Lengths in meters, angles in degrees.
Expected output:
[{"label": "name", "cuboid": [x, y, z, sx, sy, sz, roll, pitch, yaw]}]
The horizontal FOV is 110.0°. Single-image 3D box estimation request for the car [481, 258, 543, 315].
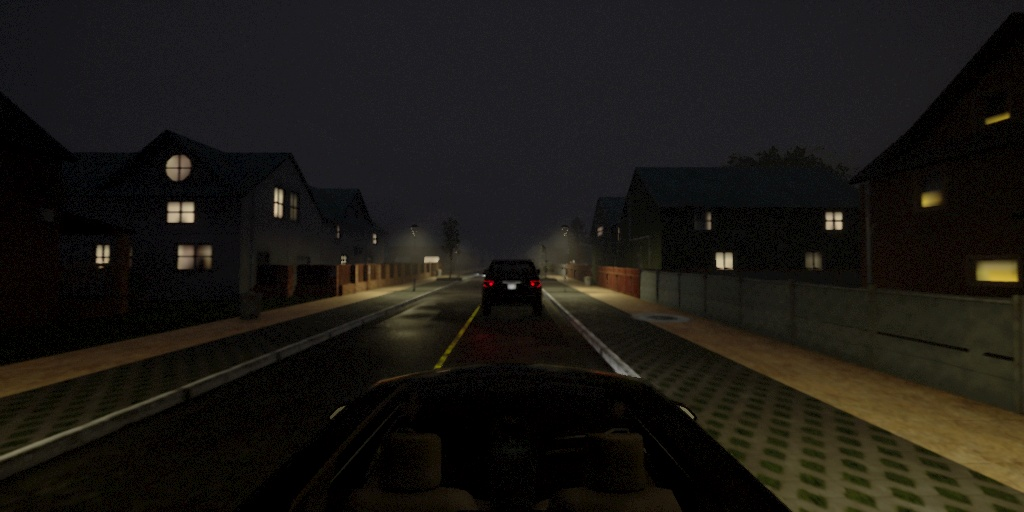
[{"label": "car", "cuboid": [0.007, 1.119, 14.480, 2.150, 2.045, 5.566, 0, 0, 0]}]
